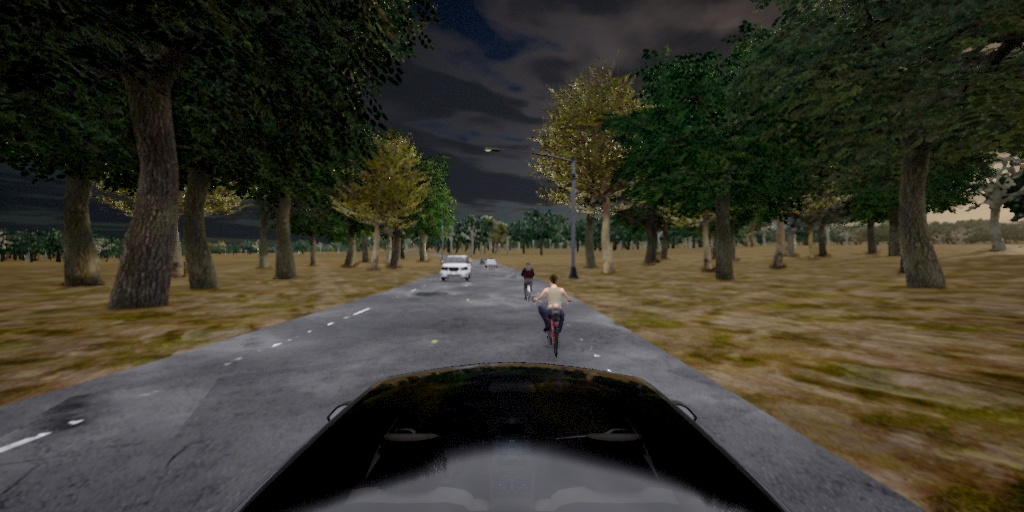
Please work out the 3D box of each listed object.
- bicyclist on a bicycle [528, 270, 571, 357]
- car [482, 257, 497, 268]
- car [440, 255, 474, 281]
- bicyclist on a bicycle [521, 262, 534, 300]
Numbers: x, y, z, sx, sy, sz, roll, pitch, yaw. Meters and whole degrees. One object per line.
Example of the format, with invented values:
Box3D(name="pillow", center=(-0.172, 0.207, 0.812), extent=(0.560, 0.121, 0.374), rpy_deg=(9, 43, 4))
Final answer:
Box3D(name="bicyclist on a bicycle", center=(0.865, 1.189, 7.596), extent=(0.866, 1.612, 1.509), rpy_deg=(0, 0, 0))
Box3D(name="car", center=(-3.517, 1.136, 59.248), extent=(1.812, 1.442, 4.674), rpy_deg=(0, 0, -7))
Box3D(name="car", center=(-4.509, 0.942, 29.578), extent=(2.150, 2.045, 5.566), rpy_deg=(0, 0, -4))
Box3D(name="bicyclist on a bicycle", center=(0.699, 1.120, 15.762), extent=(0.659, 1.776, 1.843), rpy_deg=(0, 0, -2))
